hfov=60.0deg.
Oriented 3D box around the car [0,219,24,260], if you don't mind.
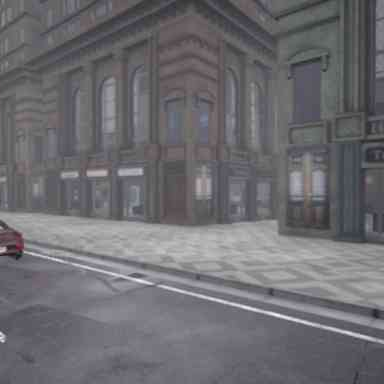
[{"bbox_3d":[-7.319,1.521,11.147,4.674,1.442,1.812,0,0,39],"label":"car"}]
